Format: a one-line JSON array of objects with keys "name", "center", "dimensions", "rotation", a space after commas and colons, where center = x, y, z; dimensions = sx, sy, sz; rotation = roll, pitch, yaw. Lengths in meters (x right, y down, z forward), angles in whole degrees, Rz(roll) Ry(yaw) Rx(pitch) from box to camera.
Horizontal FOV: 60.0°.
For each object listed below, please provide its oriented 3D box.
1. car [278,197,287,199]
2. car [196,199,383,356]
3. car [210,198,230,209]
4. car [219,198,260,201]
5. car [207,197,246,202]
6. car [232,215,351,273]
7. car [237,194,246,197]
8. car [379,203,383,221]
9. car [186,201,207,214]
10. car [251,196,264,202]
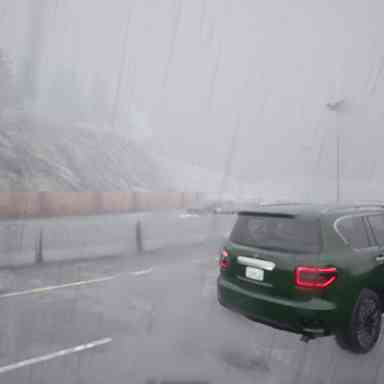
[{"name": "car", "center": [18.316, 1.663, 67.021], "dimensions": [1.812, 1.442, 4.674], "rotation": [0, 0, 3]}, {"name": "car", "center": [2.932, 1.236, 6.392], "dimensions": [5.566, 2.045, 2.150], "rotation": [0, 0, -40]}, {"name": "car", "center": [4.322, 1.663, 50.232], "dimensions": [1.837, 1.490, 4.892], "rotation": [0, -1, 19]}, {"name": "car", "center": [4.590, 1.562, 28.760], "dimensions": [1.882, 1.535, 5.008], "rotation": [0, 0, 36]}, {"name": "car", "center": [3.915, 1.595, 33.888], "dimensions": [2.128, 1.511, 4.902], "rotation": [0, 0, 33]}, {"name": "car", "center": [3.664, 1.631, 11.704], "dimensions": [4.718, 1.301, 1.895], "rotation": [0, 0, -43]}, {"name": "car", "center": [11.168, 1.337, 75.750], "dimensions": [1.837, 1.490, 4.892], "rotation": [0, 0, -3]}, {"name": "car", "center": [16.858, 1.646, 27.797], "dimensions": [1.895, 1.301, 4.718], "rotation": [0, 0, 32]}, {"name": "car", "center": [1.462, 1.666, 36.360], "dimensions": [2.033, 1.411, 5.357], "rotation": [0, 0, 33]}, {"name": "car", "center": [14.720, 1.583, 74.710], "dimensions": [1.994, 1.385, 4.181], "rotation": [0, 0, -1]}]
